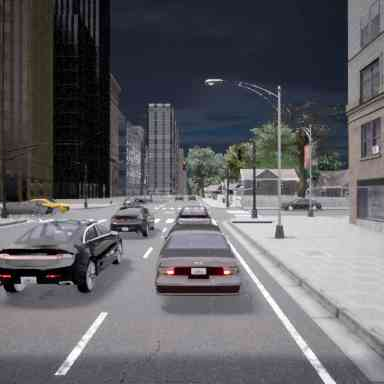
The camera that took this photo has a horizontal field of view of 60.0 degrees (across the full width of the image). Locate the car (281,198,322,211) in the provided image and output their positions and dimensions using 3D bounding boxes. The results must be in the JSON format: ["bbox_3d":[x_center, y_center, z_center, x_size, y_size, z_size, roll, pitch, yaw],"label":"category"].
[{"bbox_3d":[13.293,1.554,40.739,4.892,1.490,1.837,0,-1,0],"label":"car"}]

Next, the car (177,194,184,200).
[{"bbox_3d":[-3.226,1.311,93.958,1.882,1.535,5.008,0,0,0],"label":"car"}]

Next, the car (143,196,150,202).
[{"bbox_3d":[-9.776,1.594,63.117,1.895,1.301,4.718,0,0,1],"label":"car"}]

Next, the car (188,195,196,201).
[{"bbox_3d":[0.022,1.494,84.129,1.837,1.490,4.892,0,0,0],"label":"car"}]

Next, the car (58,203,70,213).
[{"bbox_3d":[-15.157,1.461,34.133,5.008,1.535,1.882,0,-1,-2],"label":"car"}]

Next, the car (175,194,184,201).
[{"bbox_3d":[-3.228,1.342,83.923,2.097,1.767,4.553,0,0,0],"label":"car"}]

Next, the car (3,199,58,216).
[{"bbox_3d":[-15.212,1.515,30.882,4.181,1.385,1.994,0,-1,-2],"label":"car"}]

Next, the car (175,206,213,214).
[{"bbox_3d":[0.103,1.491,17.839,2.128,1.511,4.902,0,0,0],"label":"car"}]

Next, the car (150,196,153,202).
[{"bbox_3d":[-9.731,1.517,73.229,1.812,1.442,4.674,0,0,0],"label":"car"}]

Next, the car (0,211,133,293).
[{"bbox_3d":[-3.149,1.492,8.856,2.128,1.511,4.902,0,0,0],"label":"car"}]

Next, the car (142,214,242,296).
[{"bbox_3d":[0.093,1.545,8.785,2.033,1.411,5.357,0,0,-1],"label":"car"}]

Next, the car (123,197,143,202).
[{"bbox_3d":[-9.812,1.486,53.797,2.128,1.511,4.902,0,0,1],"label":"car"}]

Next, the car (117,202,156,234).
[{"bbox_3d":[-3.145,1.504,18.116,1.837,1.490,4.892,0,0,0],"label":"car"}]
